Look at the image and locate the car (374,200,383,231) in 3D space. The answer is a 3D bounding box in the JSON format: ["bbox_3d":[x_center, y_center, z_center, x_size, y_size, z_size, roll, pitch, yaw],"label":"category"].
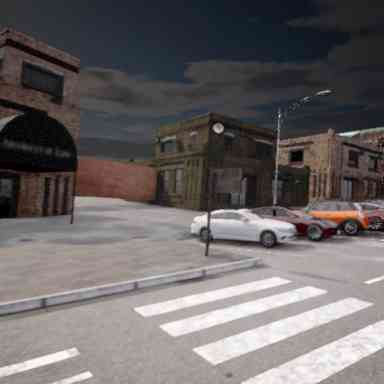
[{"bbox_3d":[9.319,1.391,19.664,4.792,1.488,2.163,-1,0,34],"label":"car"}]

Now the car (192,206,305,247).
[{"bbox_3d":[2.154,1.457,14.490,4.674,1.452,2.002,-1,-1,34],"label":"car"}]

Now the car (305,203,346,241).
[{"bbox_3d":[4.576,1.427,16.196,4.792,1.488,2.163,-1,-1,34],"label":"car"}]

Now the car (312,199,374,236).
[{"bbox_3d":[6.969,1.254,17.911,4.553,1.767,2.185,-1,0,34],"label":"car"}]
